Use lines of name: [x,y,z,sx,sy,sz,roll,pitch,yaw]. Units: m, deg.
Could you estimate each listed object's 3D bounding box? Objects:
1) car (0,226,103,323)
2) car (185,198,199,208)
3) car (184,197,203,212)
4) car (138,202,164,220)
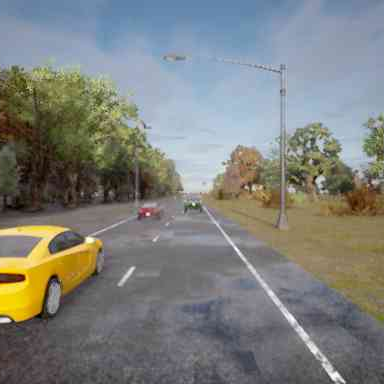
car: [-3.397,1.486,7.362,1.882,1.535,5.008,0,0,0]
car: [0.029,1.621,49.897,1.994,1.385,4.181,0,0,0]
car: [0.120,1.395,39.063,2.097,1.767,4.553,0,0,-2]
car: [-3.390,1.557,27.974,1.812,1.442,4.674,0,0,0]
